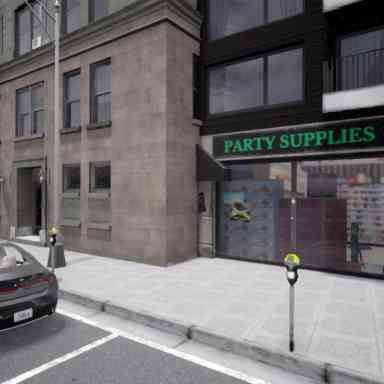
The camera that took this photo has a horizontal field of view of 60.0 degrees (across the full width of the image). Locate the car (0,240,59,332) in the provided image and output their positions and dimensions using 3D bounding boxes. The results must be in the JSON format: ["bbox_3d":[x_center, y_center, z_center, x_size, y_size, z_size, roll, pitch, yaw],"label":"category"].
[{"bbox_3d":[-4.221,1.550,6.095,4.403,1.369,2.008,0,0,36],"label":"car"}]
